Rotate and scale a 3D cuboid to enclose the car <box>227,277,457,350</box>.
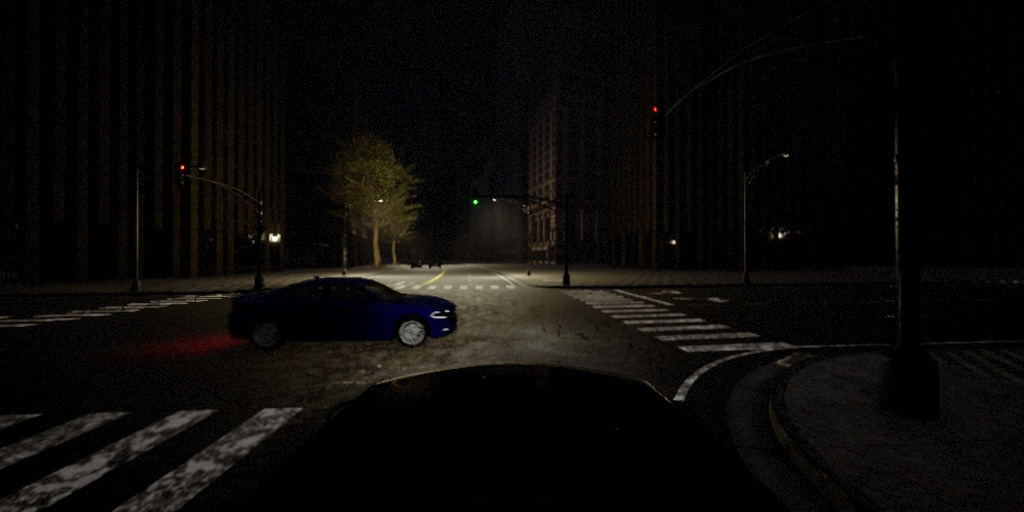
[{"bbox_3d":[-3.841,1.259,8.614,5.008,1.535,1.882,0,0,-3],"label":"car"}]
